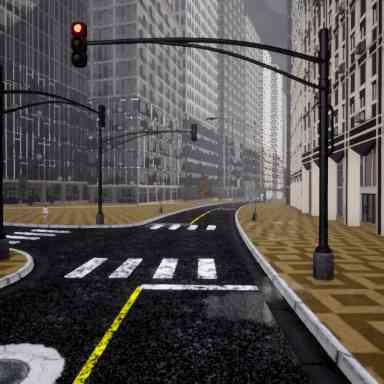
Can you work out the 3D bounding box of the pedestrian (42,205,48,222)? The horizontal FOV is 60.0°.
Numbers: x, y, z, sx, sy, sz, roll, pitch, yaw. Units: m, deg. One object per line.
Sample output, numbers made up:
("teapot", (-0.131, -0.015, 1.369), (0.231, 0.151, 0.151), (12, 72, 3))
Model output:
("pedestrian", (-9.295, 1.345, 21.045), (0.500, 1.100, 0.500), (0, 0, 17))
